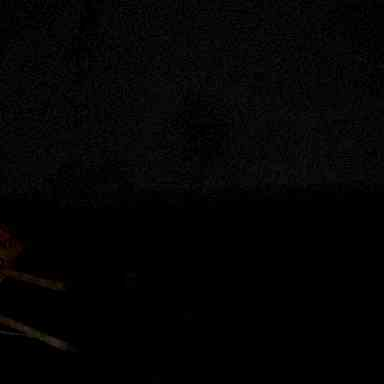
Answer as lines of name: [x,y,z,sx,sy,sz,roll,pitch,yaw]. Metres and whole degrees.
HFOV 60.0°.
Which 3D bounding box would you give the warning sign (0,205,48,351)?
warning sign: [-2.932,1.143,4.660,1.060,1.860,1.300,-1,0,35]
